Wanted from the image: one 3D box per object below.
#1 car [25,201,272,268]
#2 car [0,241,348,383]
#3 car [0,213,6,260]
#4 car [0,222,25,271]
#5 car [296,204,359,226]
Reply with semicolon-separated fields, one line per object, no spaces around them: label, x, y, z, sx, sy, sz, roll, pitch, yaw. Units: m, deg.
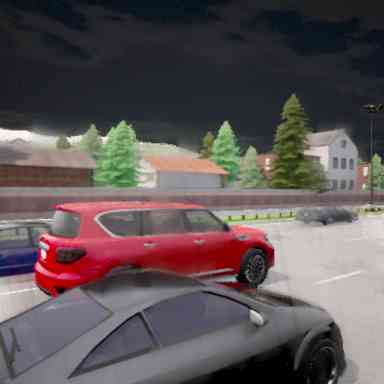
car;-0.534;1.227;7.663;5.566;2.045;2.150;0;0;-36
car;-0.193;1.566;3.607;4.181;1.385;1.994;0;0;-35
car;-8.638;1.522;10.480;4.674;1.442;1.812;0;0;-36
car;-4.439;1.549;9.177;5.357;1.411;2.033;0;0;-36
car;9.602;1.575;23.489;5.357;1.411;2.033;0;0;-35
